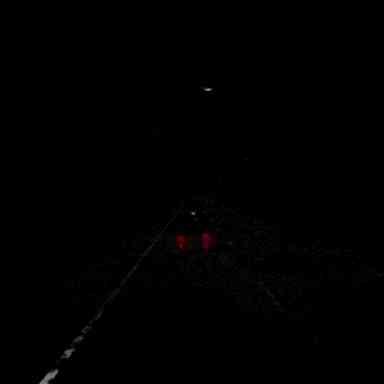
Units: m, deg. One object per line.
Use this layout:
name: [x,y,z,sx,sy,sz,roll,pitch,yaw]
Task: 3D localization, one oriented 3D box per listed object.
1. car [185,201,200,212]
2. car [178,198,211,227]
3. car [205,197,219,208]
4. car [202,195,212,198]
car: [0.077,1.902,44.171,1.895,1.301,4.718,0,0,0]
car: [0.088,1.520,24.595,2.097,1.767,4.553,0,0,0]
car: [3.575,1.953,56.865,1.994,1.385,4.181,0,0,0]
car: [3.468,1.730,73.471,2.150,2.045,5.566,0,0,0]
